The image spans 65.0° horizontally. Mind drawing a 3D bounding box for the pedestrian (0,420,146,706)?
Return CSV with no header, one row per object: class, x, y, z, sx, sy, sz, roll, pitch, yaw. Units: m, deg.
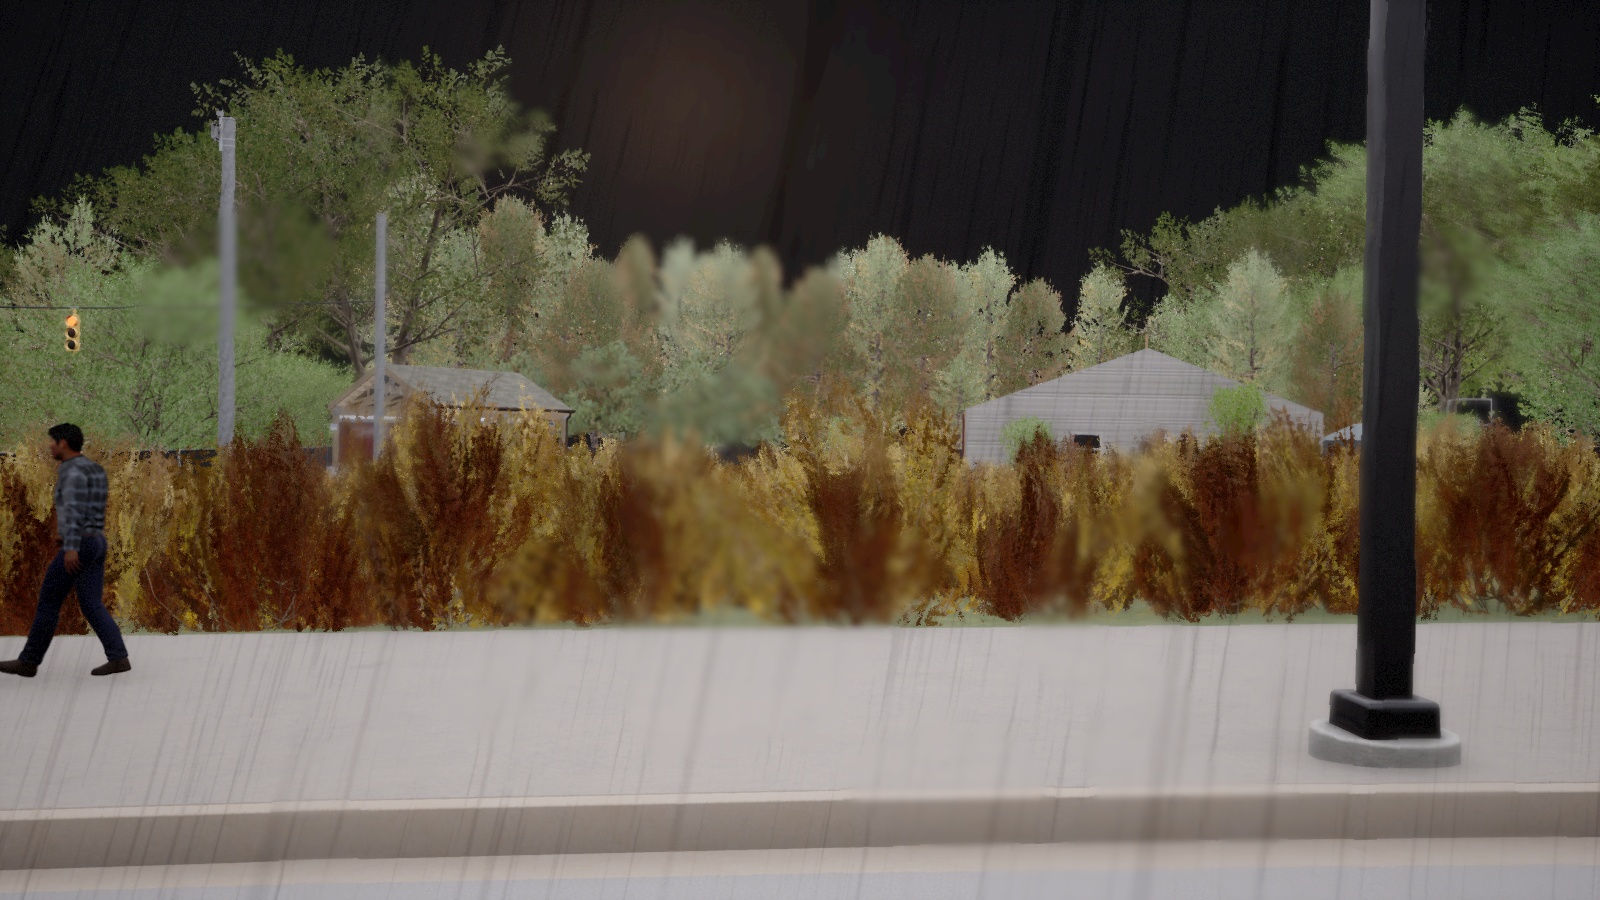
pedestrian,-5.106,0.773,8.814,0.788,1.949,0.423,-1,1,-3
